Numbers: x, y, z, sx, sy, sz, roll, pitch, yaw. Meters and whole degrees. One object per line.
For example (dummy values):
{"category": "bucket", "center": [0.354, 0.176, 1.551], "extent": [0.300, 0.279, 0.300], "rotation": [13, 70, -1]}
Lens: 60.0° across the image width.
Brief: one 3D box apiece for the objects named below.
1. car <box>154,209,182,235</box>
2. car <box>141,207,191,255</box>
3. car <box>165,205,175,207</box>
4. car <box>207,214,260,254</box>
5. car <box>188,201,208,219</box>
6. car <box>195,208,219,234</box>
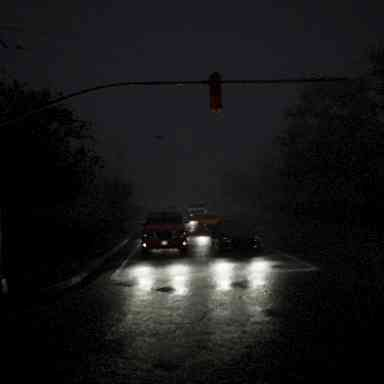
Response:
{"category": "car", "center": [-1.969, 2.415, 27.561], "extent": [2.097, 1.767, 4.553], "rotation": [-2, -1, -3]}
{"category": "car", "center": [-1.404, 2.038, 17.770], "extent": [2.150, 2.045, 5.566], "rotation": [-2, -2, -3]}
{"category": "car", "center": [-2.991, 2.646, 45.770], "extent": [1.837, 1.490, 4.892], "rotation": [-2, 0, -3]}
{"category": "car", "center": [2.135, 2.166, 17.328], "extent": [1.882, 1.535, 5.008], "rotation": [-2, -2, -3]}
{"category": "car", "center": [0.705, 2.258, 41.987], "extent": [2.150, 2.045, 5.566], "rotation": [-2, 1, -3]}
{"category": "car", "center": [1.559, 2.426, 27.216], "extent": [1.882, 1.535, 5.008], "rotation": [-2, -1, -3]}
